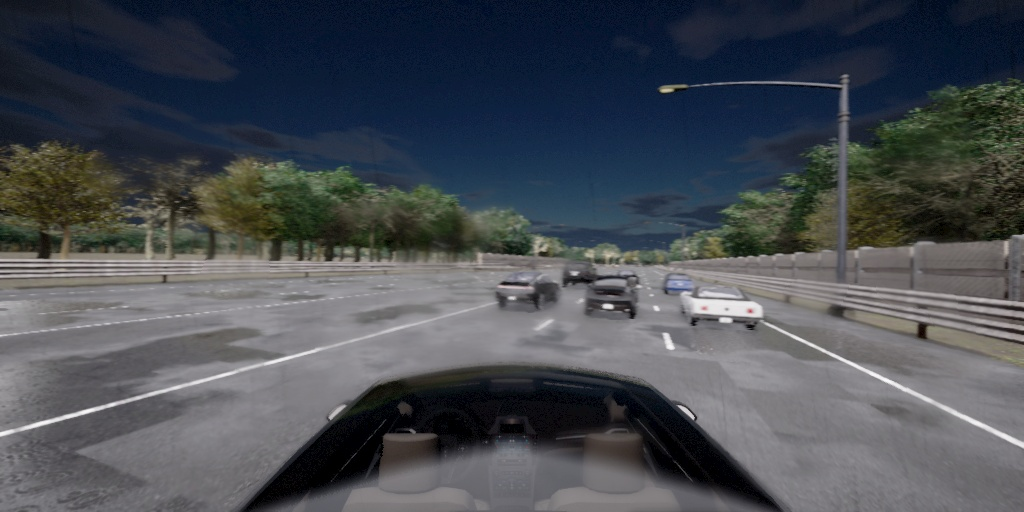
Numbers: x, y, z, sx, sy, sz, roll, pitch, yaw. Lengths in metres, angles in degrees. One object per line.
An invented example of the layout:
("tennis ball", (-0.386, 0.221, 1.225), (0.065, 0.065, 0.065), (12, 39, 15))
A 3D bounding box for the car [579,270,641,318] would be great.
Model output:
("car", (4.162, 1.542, 14.683), (1.837, 1.490, 4.892), (1, 0, 20))

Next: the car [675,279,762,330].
("car", (7.234, 1.699, 12.909), (1.895, 1.301, 4.718), (1, -1, 20))

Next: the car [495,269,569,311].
("car", (0.859, 1.452, 15.838), (2.128, 1.511, 4.902), (1, -1, 20))

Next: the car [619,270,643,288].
("car", (9.202, 1.862, 28.786), (2.128, 1.511, 4.902), (1, -1, 20))

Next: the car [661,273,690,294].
("car", (11.757, 1.945, 25.606), (2.033, 1.411, 5.357), (1, -1, 20))

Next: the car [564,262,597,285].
("car", (5.550, 1.494, 28.985), (2.150, 2.045, 5.566), (1, -1, 20))
